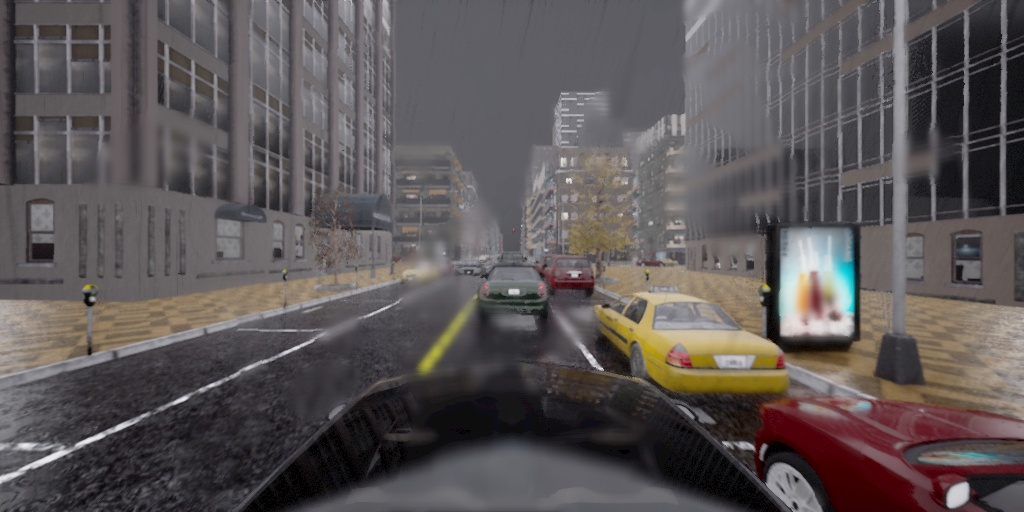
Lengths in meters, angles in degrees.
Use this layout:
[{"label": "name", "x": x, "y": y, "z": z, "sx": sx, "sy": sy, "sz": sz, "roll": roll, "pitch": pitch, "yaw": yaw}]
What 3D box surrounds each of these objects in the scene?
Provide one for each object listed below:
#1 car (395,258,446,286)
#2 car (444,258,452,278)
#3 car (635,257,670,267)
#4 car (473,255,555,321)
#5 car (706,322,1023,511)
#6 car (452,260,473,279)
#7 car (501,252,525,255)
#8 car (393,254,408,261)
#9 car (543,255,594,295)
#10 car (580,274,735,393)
[{"label": "car", "x": -5.750, "y": 1.027, "z": 22.977, "sx": 1.751, "sy": 1.417, "sz": 4.829, "roll": 0, "pitch": 0, "yaw": 0}, {"label": "car", "x": -5.767, "y": 0.878, "z": 28.706, "sx": 1.967, "sy": 1.591, "sz": 4.097, "roll": 0, "pitch": 0, "yaw": 0}, {"label": "car", "x": 20.682, "y": 0.904, "z": 53.493, "sx": 4.097, "sy": 1.591, "sz": 1.967, "roll": 0, "pitch": 0, "yaw": -1}, {"label": "car", "x": 0.058, "y": 0.983, "z": 11.972, "sx": 2.097, "sy": 1.767, "sz": 4.553, "roll": 0, "pitch": 1, "yaw": 0}, {"label": "car", "x": 2.697, "y": 1.304, "z": 0.935, "sx": 1.888, "sy": 1.381, "sz": 4.507, "roll": 0, "pitch": 0, "yaw": 0}, {"label": "car", "x": -3.172, "y": 1.007, "z": 28.257, "sx": 1.994, "sy": 1.385, "sz": 4.181, "roll": 0, "pitch": 1, "yaw": 0}, {"label": "car", "x": 0.014, "y": 0.661, "z": 28.645, "sx": 2.150, "sy": 2.045, "sz": 5.566, "roll": 0, "pitch": 1, "yaw": 0}, {"label": "car", "x": -17.415, "y": 0.417, "z": 53.050, "sx": 4.507, "sy": 1.381, "sz": 1.888, "roll": 0, "pitch": 0, "yaw": -1}, {"label": "car", "x": 2.646, "y": 0.881, "z": 17.612, "sx": 2.192, "sy": 1.841, "sz": 5.009, "roll": 0, "pitch": 0, "yaw": 0}, {"label": "car", "x": 2.680, "y": 1.220, "z": 6.664, "sx": 1.751, "sy": 1.417, "sz": 4.829, "roll": 0, "pitch": 0, "yaw": 0}]
